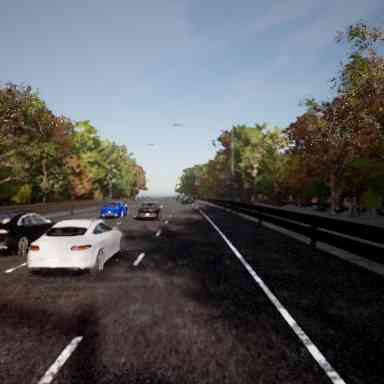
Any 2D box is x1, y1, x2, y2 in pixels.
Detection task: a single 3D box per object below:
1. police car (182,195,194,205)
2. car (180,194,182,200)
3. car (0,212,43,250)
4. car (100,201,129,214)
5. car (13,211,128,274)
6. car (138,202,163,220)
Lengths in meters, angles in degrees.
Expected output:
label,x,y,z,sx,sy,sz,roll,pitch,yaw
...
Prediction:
label,x,y,z,sx,sy,sz,roll,pitch,yaw
police car,-0.610,1.819,70.300,1.930,1.638,5.238,0,0,-3
car,-1.438,1.757,86.304,2.150,2.045,5.566,0,-1,-3
car,-6.986,1.543,13.372,2.128,1.511,4.902,0,0,0
car,-7.257,1.614,31.499,1.882,1.535,5.008,0,0,-1
car,-3.453,1.565,10.549,1.812,1.442,4.674,0,0,0
car,-3.724,1.632,29.959,1.837,1.490,4.892,0,0,-1
